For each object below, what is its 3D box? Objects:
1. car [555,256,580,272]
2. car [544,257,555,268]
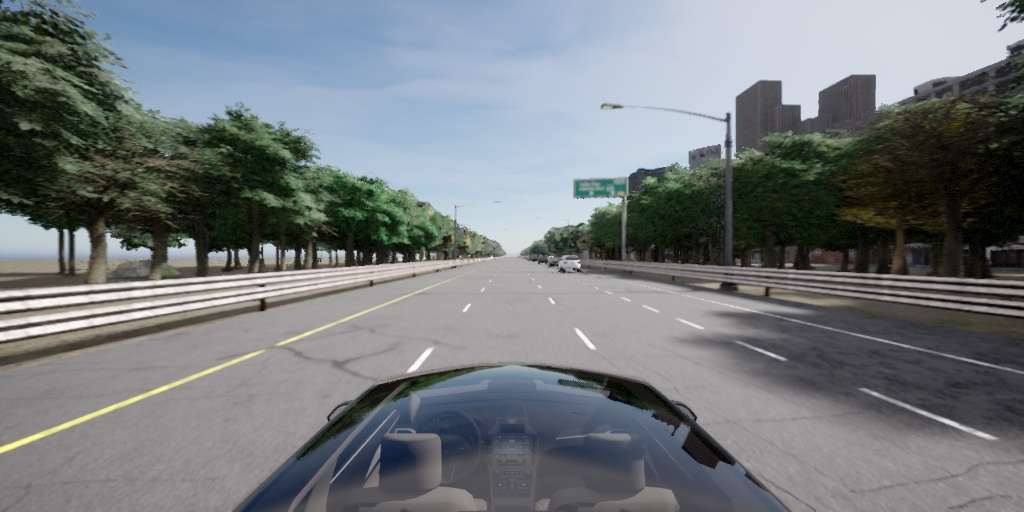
[{"bbox_3d":[7.094,0.957,44.902,2.150,2.045,5.566,0,0,0],"label":"car"},{"bbox_3d":[7.147,1.226,61.838,1.837,1.490,4.892,0,0,0],"label":"car"}]
